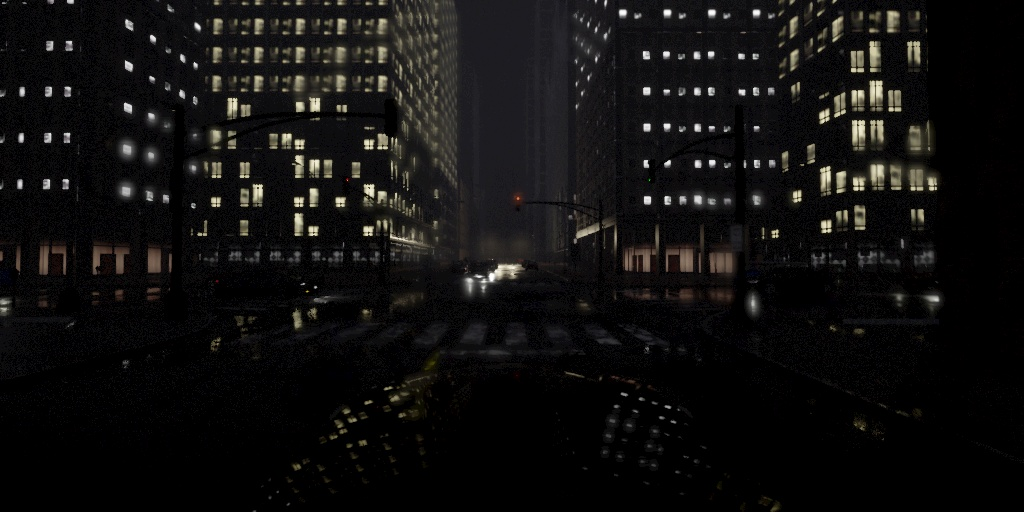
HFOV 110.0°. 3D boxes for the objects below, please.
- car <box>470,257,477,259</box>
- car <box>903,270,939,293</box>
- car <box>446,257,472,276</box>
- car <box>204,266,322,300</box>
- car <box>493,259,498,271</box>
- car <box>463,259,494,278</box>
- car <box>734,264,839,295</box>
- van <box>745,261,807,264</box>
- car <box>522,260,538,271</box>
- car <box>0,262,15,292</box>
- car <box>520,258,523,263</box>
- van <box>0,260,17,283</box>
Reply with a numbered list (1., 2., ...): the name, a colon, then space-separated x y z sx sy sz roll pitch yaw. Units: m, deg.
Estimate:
1. car: -5.712 1.083 48.726 2.192 1.841 5.009 0 0 0
2. car: 24.345 1.313 19.482 5.008 1.535 1.882 0 -1 0
3. car: -5.706 1.203 37.576 1.967 1.591 4.097 0 0 0
4. car: -11.233 1.282 16.697 4.181 1.385 1.994 0 -1 -4
5. car: -3.119 1.367 44.407 1.895 1.301 4.718 0 0 0
6. car: -3.117 1.310 34.497 2.033 1.411 5.357 0 0 0
7. car: 14.865 1.321 19.503 4.892 1.490 1.837 0 -1 0
8. van: 15.972 1.210 22.075 3.998 1.789 1.690 0 0 0
9. car: 2.669 1.350 48.792 1.802 1.307 4.207 0 0 0
10. car: -26.668 1.165 16.382 5.008 1.535 1.882 0 -1 0
11. car: 2.665 1.298 60.118 1.751 1.417 4.829 0 0 0
12. van: -33.447 1.132 22.164 3.998 1.789 1.690 0 0 0
